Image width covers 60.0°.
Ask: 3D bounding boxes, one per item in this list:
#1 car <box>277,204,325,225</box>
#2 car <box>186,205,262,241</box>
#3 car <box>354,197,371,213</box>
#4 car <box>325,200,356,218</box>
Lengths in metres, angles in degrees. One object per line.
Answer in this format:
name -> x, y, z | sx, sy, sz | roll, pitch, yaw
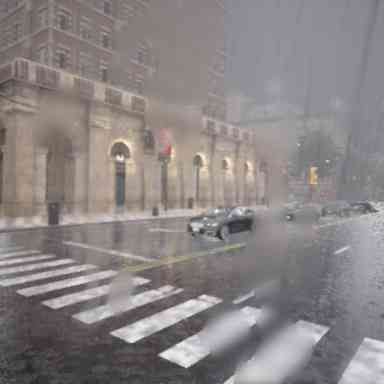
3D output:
car -> 7.799, 1.563, 24.188 | 1.994, 1.385, 4.181 | 2, 1, 39
car -> 1.724, 1.395, 16.407 | 2.128, 1.511, 4.902 | 2, 1, 40
car -> 20.333, 1.688, 40.268 | 2.128, 1.511, 4.902 | 2, 1, 38
car -> 13.940, 1.601, 32.053 | 1.837, 1.490, 4.892 | 2, 1, 38
